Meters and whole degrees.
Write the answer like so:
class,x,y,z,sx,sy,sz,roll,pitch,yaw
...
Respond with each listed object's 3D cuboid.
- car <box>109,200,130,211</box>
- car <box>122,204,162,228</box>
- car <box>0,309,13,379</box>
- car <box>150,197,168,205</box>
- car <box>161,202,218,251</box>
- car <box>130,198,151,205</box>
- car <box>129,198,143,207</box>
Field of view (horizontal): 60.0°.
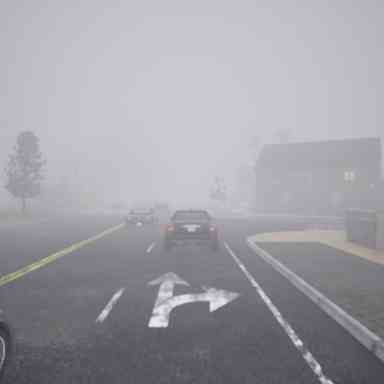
class,x,y,z,sx,sy,sz,roll,pitch,yaw
car,-10.511,1.832,47.658,1.882,1.535,5.008,0,0,-1
car,-3.430,1.779,23.623,1.895,1.301,4.718,0,0,-1
car,-3.171,1.545,2.277,1.812,1.442,4.674,0,0,0
car,-3.731,1.787,41.731,1.882,1.535,5.008,0,0,-1
car,-0.045,1.464,14.777,2.097,1.767,4.553,0,0,-1
car,-7.262,1.918,47.810,1.994,1.385,4.181,0,0,-1
car,-10.719,1.939,63.777,1.882,1.535,5.008,0,0,0
